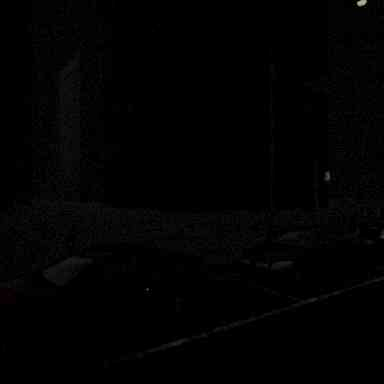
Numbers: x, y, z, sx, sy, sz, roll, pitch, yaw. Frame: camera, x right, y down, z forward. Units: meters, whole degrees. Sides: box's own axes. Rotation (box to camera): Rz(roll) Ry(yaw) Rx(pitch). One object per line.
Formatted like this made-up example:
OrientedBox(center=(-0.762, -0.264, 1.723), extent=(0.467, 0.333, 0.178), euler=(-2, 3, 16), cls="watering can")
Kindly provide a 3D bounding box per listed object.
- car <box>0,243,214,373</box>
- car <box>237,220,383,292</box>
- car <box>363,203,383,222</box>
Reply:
OrientedBox(center=(-1.521, 1.579, 5.565), extent=(4.206, 1.307, 1.802), euler=(0, 0, -36), cls="car")
OrientedBox(center=(3.100, 1.570, 8.863), extent=(4.206, 1.307, 1.802), euler=(0, 0, -36), cls="car")
OrientedBox(center=(7.720, 1.295, 12.161), extent=(5.009, 1.841, 2.192), euler=(0, 0, -36), cls="car")
